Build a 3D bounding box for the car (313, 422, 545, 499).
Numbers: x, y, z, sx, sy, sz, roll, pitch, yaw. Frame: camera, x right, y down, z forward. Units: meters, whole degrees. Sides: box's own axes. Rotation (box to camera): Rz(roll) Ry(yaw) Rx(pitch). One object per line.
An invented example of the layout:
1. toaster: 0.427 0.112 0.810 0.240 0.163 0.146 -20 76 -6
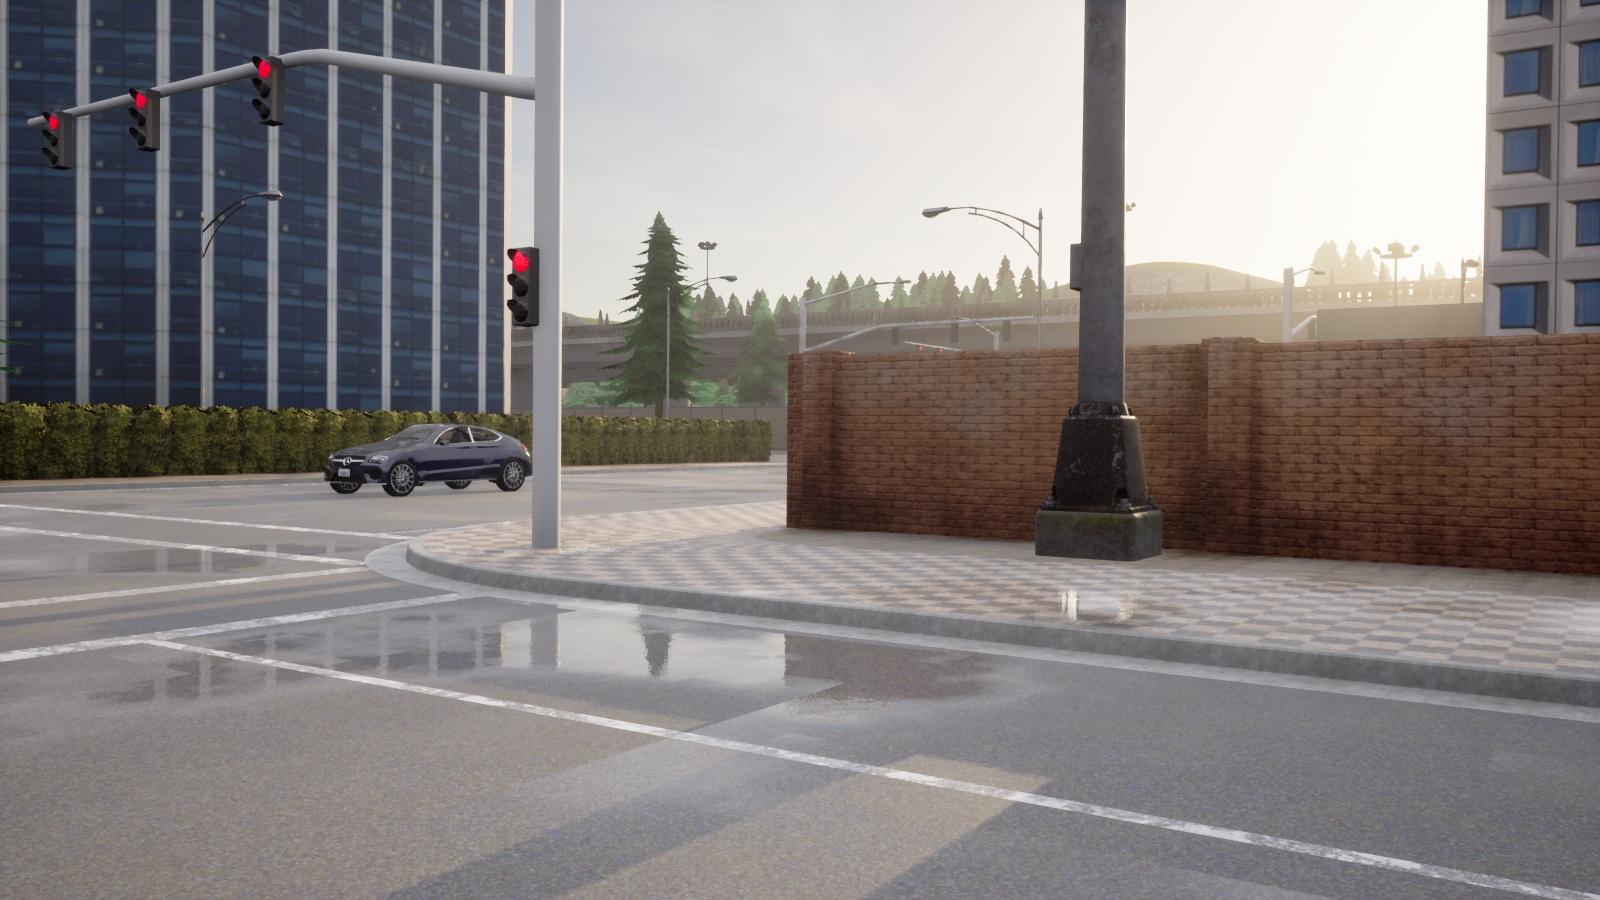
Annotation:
1. car: -8.596 0.184 29.564 2.152 1.651 5.027 0 1 33
